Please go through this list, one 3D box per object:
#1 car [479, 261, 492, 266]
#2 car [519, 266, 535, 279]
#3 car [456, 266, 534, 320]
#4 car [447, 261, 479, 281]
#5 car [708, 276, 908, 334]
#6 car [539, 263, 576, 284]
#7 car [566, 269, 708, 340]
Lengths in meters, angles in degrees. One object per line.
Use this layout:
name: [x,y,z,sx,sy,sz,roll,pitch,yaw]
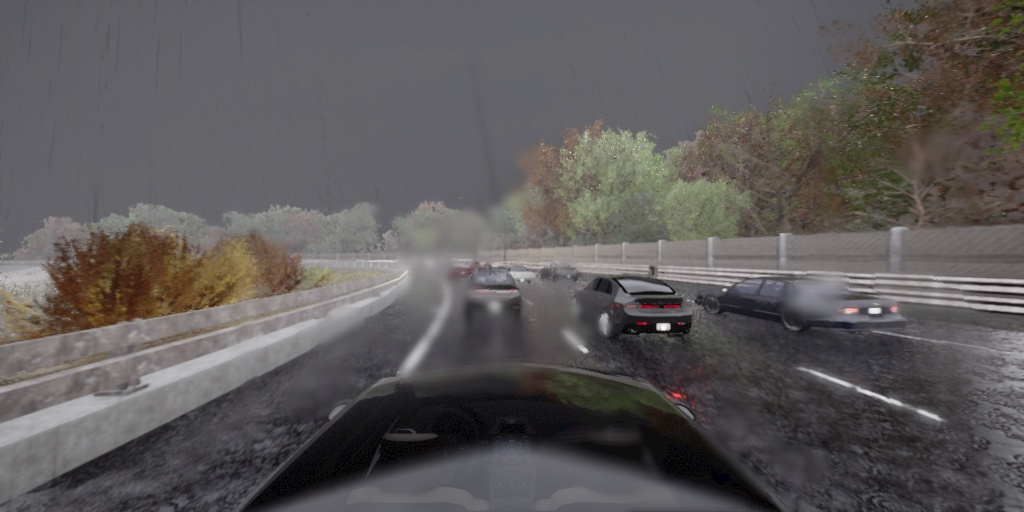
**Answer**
car: [-4.256,1.427,49.534,1.812,1.442,4.674,0,0,-25]
car: [0.176,1.426,27.538,1.895,1.301,4.718,0,0,-14]
car: [-0.757,1.275,12.879,2.128,1.511,4.902,0,0,-6]
car: [-4.549,1.326,31.326,1.882,1.535,5.008,0,0,-17]
car: [7.900,1.303,10.662,2.033,1.411,5.357,0,0,-9]
car: [3.566,1.309,28.183,2.128,1.511,4.902,0,0,-14]
car: [3.056,1.271,10.067,1.837,1.490,4.892,0,0,-4]
